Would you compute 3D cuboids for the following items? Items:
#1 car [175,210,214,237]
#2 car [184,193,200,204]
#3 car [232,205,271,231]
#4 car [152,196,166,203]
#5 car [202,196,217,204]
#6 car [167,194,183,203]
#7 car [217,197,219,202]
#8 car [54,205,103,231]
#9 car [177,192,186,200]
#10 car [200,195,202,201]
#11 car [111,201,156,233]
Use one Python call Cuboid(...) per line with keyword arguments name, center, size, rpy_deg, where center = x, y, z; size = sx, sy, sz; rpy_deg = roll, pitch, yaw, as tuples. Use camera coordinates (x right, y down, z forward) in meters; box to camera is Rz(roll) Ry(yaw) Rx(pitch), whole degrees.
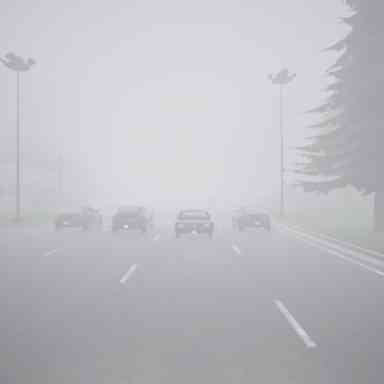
Cuboid(name="car", center=(0.106, 1.613, 17.953), size=(1.895, 1.301, 4.718), rpy_deg=(0, 0, 0))
Cuboid(name="car", center=(0.032, 1.540, 66.681), size=(2.128, 1.511, 4.902), rpy_deg=(0, 0, 2))
Cuboid(name="car", center=(3.593, 1.540, 20.542), size=(1.812, 1.442, 4.674), rpy_deg=(0, 0, 0))
Cuboid(name="car", center=(-6.950, 1.548, 67.764), size=(1.837, 1.490, 4.892), rpy_deg=(0, 0, 2))
Cuboid(name="car", center=(3.532, 1.523, 66.680), size=(1.882, 1.535, 5.008), rpy_deg=(0, 0, 2))
Cuboid(name="car", center=(-3.448, 1.646, 67.886), size=(1.895, 1.301, 4.718), rpy_deg=(0, 0, 2))
Cuboid(name="car", center=(5.007, 1.546, 76.958), size=(2.033, 1.411, 5.357), rpy_deg=(0, 0, 17))
Cuboid(name="car", center=(-6.907, 1.540, 20.545), size=(1.812, 1.442, 4.674), rpy_deg=(0, 0, 0))
Cuboid(name="car", center=(-2.014, 1.131, 77.827), size=(2.150, 2.045, 5.566), rpy_deg=(0, 0, 17))
Cuboid(name="car", center=(1.381, 1.449, 76.979), size=(2.033, 1.411, 5.357), rpy_deg=(0, 0, 17))
Cuboid(name="car", center=(-3.394, 1.518, 19.560), size=(1.837, 1.490, 4.892), rpy_deg=(0, 0, 0))
